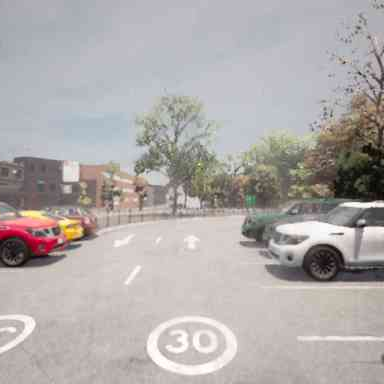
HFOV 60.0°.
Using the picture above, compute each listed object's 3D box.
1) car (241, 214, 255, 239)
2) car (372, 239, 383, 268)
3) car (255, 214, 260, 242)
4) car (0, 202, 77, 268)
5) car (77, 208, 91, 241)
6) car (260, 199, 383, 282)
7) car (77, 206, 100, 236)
[{"bbox_3d":[5.042,1.338,14.944,5.566,2.045,2.435,0,-1,0],"label":"car"},{"bbox_3d":[5.279,1.484,3.763,5.366,1.575,1.946,0,0,0],"label":"car"},{"bbox_3d":[5.076,1.556,12.271,4.892,1.521,2.231,0,-1,0],"label":"car"},{"bbox_3d":[-7.152,1.287,11.106,5.566,2.045,2.435,0,0,0],"label":"car"},{"bbox_3d":[-7.189,1.576,14.020,5.008,1.535,2.097,0,-1,0],"label":"car"},{"bbox_3d":[5.066,1.271,9.482,5.566,2.045,2.435,0,-1,0],"label":"car"},{"bbox_3d":[-7.176,1.491,17.057,4.553,1.767,2.185,0,-1,0],"label":"car"}]
